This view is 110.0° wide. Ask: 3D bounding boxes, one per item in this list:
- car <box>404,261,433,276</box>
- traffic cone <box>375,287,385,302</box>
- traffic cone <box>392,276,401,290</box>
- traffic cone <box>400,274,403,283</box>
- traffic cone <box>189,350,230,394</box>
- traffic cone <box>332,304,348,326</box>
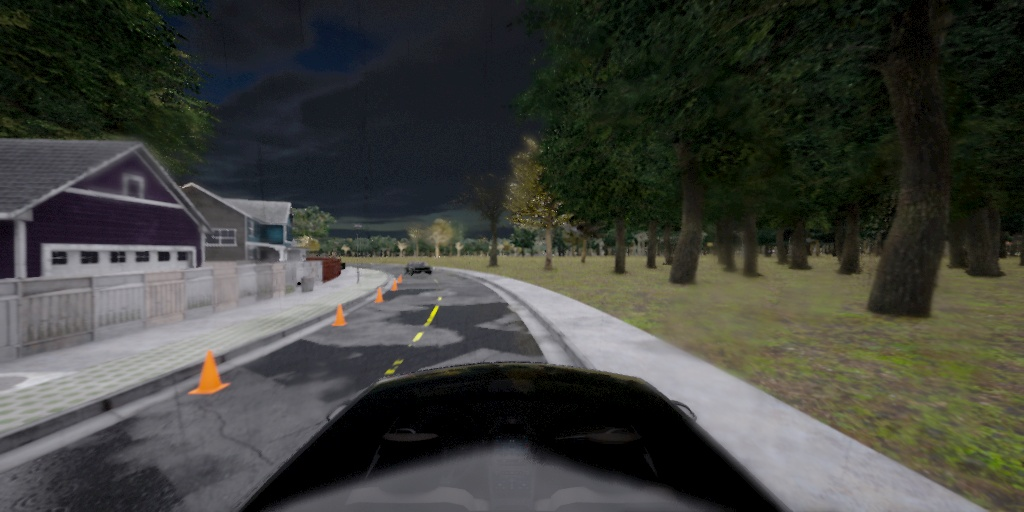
[{"bbox_3d":[-8.609,1.120,32.926,1.895,1.301,4.718,-1,1,-25],"label":"car"},{"bbox_3d":[-5.540,1.609,15.012,0.340,0.580,0.340,0,0,-9],"label":"traffic cone"},{"bbox_3d":[-6.456,1.572,19.789,0.340,0.580,0.340,0,0,-12],"label":"traffic cone"},{"bbox_3d":[-7.634,1.538,24.508,0.340,0.580,0.340,0,0,-16],"label":"traffic cone"},{"bbox_3d":[-4.497,1.694,5.345,0.340,0.580,0.340,0,0,-3],"label":"traffic cone"},{"bbox_3d":[-4.886,1.650,10.192,0.340,0.580,0.340,0,0,-6],"label":"traffic cone"}]
